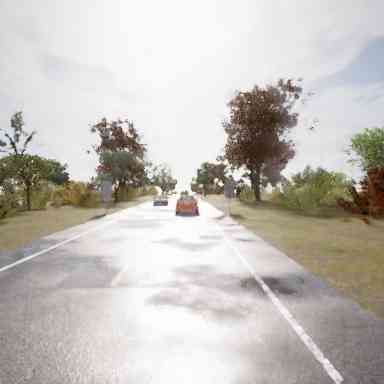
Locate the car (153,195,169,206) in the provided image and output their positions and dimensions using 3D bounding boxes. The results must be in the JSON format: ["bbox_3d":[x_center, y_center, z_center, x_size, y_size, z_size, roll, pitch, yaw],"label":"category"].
[{"bbox_3d":[-4.210,1.153,45.622,1.812,1.442,4.674,0,0,-1],"label":"car"}]

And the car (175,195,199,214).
[{"bbox_3d":[-0.467,1.043,31.138,2.097,1.767,4.553,0,1,-1],"label":"car"}]

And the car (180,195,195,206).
[{"bbox_3d":[-0.650,1.173,45.271,1.895,1.301,4.718,0,0,-1],"label":"car"}]
